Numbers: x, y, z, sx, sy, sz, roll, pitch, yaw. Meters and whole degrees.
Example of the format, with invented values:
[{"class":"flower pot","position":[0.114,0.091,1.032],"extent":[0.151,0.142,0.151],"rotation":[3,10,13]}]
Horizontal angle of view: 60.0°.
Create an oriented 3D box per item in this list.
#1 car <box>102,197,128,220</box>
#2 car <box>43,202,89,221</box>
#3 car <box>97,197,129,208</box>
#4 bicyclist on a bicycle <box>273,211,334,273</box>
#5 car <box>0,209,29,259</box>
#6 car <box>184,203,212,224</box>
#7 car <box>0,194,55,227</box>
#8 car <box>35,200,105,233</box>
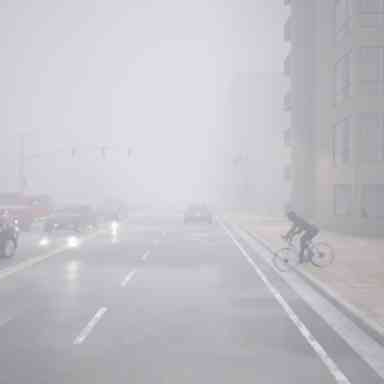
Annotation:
[{"class":"car","position":[-6.629,1.263,27.145],"extent":[2.097,1.767,4.553],"rotation":[0,0,1]},{"class":"car","position":[-10.129,1.511,27.136],"extent":[1.895,1.301,4.718],"rotation":[0,0,1]},{"class":"car","position":[-10.909,1.415,46.001],"extent":[4.181,1.385,1.994],"rotation":[0,0,35]},{"class":"bicyclist on a bicycle","position":[2.950,1.315,8.974],"extent":[1.656,1.620,0.582],"rotation":[-8,0,1]},{"class":"car","position":[-6.976,1.472,9.673],"extent":[1.837,1.490,4.892],"rotation":[0,0,1]},{"class":"car","position":[0.427,1.487,24.047],"extent":[1.994,1.385,4.181],"rotation":[0,0,1]},{"class":"car","position":[-10.295,1.156,20.442],"extent":[2.150,2.045,5.566],"rotation":[0,0,2]},{"class":"car","position":[-6.818,1.443,19.209],"extent":[1.837,1.490,4.892],"rotation":[0,0,1]}]
